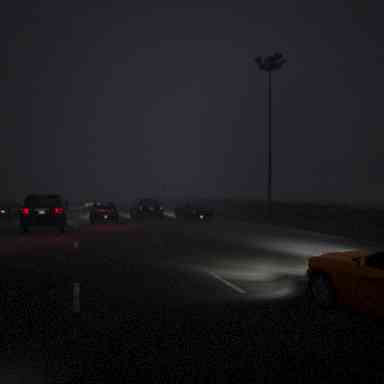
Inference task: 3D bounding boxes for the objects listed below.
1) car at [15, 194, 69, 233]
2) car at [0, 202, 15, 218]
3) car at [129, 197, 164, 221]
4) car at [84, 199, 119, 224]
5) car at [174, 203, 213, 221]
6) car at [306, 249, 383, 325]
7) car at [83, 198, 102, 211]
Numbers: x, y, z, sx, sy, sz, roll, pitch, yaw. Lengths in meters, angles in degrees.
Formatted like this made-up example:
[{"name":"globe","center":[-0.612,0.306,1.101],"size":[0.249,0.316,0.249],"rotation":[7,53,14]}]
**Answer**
[{"name":"car","center":[-8.548,1.148,19.488],"size":[2.150,2.045,5.566],"rotation":[0,0,-19]},{"name":"car","center":[-14.898,1.455,27.052],"size":[1.994,1.385,4.181],"rotation":[0,0,-19]},{"name":"car","center":[-3.750,1.276,26.973],"size":[2.097,1.767,4.553],"rotation":[0,0,-19]},{"name":"car","center":[-6.436,1.414,24.052],"size":[2.128,1.511,4.902],"rotation":[0,0,-19]},{"name":"car","center":[-0.029,1.537,26.937],"size":[1.895,1.301,4.718],"rotation":[0,0,-19]},{"name":"car","center":[3.884,1.478,5.143],"size":[1.882,1.535,5.008],"rotation":[0,0,-19]},{"name":"car","center":[-11.982,1.469,39.921],"size":[1.895,1.301,4.718],"rotation":[0,0,-19]}]
